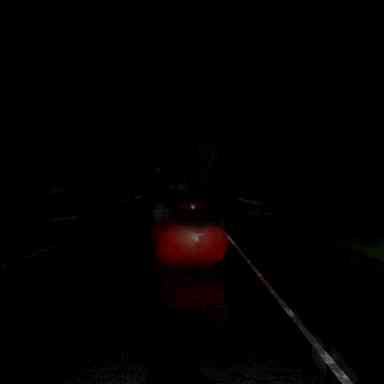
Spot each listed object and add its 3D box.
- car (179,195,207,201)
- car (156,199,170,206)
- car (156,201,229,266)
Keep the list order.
[{"bbox_3d":[0.089,1.265,28.771,2.150,2.045,5.566,0,0,0],"label":"car"},{"bbox_3d":[-3.588,1.579,43.309,2.033,1.411,5.357,0,0,0],"label":"car"},{"bbox_3d":[0.075,1.374,11.784,2.097,1.767,4.553,0,0,0],"label":"car"}]
